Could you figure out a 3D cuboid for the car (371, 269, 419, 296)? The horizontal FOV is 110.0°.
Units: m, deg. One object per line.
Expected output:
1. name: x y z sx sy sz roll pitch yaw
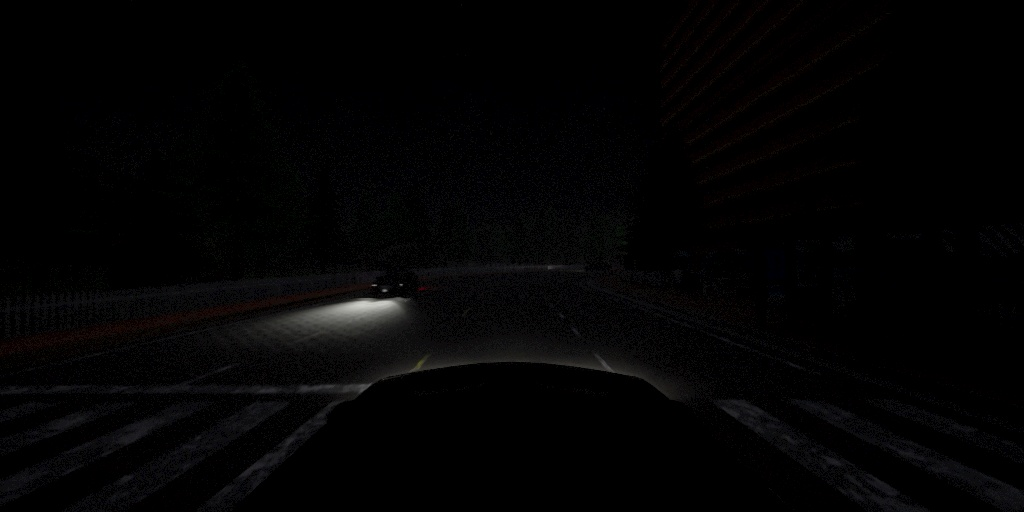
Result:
1. car: -6.759 1.532 21.155 2.128 1.511 4.902 0 0 -3
